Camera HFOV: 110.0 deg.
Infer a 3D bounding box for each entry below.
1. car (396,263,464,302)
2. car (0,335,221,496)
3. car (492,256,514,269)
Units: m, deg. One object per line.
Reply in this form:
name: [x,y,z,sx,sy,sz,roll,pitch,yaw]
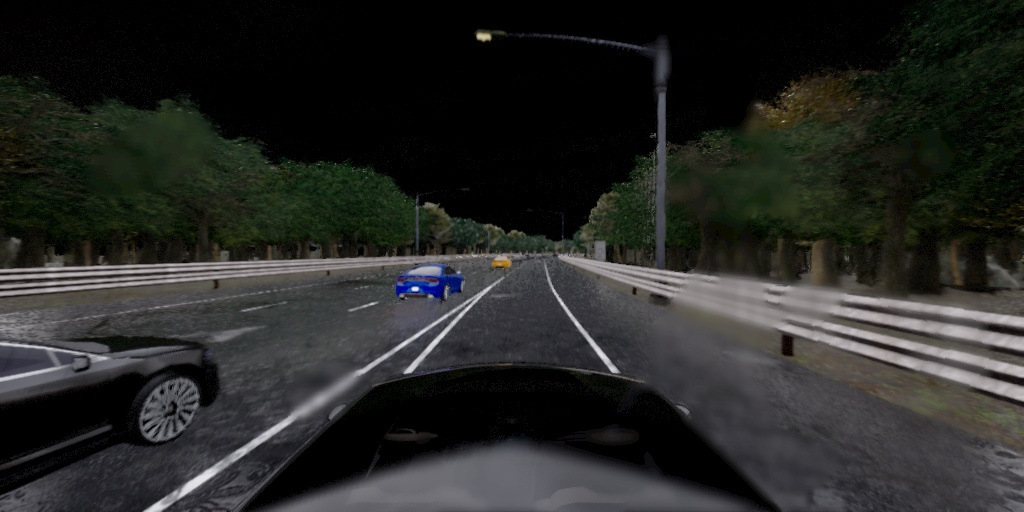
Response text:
car: [-3.439,1.075,15.942,1.882,1.535,5.008,0,0,5]
car: [-4.564,1.211,2.333,2.128,1.511,4.902,0,1,5]
car: [-1.191,0.777,43.113,1.882,1.535,5.008,0,1,5]
